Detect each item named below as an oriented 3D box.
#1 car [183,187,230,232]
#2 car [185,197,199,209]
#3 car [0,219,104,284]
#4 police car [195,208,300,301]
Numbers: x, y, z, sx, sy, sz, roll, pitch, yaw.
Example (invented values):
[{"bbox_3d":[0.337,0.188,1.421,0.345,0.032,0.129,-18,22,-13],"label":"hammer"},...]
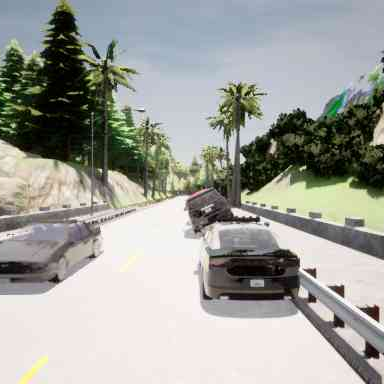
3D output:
[{"bbox_3d":[0.818,0.955,18.435,2.150,2.045,5.566,-25,0,0],"label":"car"},{"bbox_3d":[0.026,1.505,45.254,1.837,1.490,4.892,0,0,0],"label":"car"},{"bbox_3d":[-4.101,1.547,9.891,2.033,1.411,5.357,0,0,0],"label":"car"},{"bbox_3d":[1.158,1.426,8.521,1.930,1.638,5.238,0,0,0],"label":"police car"}]
